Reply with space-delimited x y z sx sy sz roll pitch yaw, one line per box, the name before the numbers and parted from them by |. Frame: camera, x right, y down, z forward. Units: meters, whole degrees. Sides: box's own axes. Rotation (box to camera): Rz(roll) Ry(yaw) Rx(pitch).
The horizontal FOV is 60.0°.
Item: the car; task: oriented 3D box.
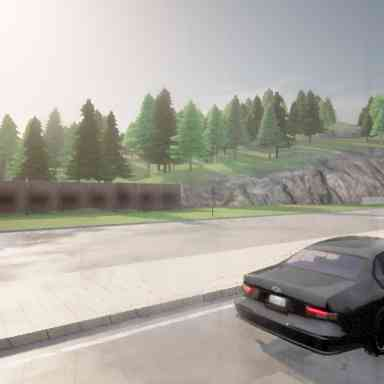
car | 3.217 1.546 6.041 5.357 1.411 2.033 0 0 -35
